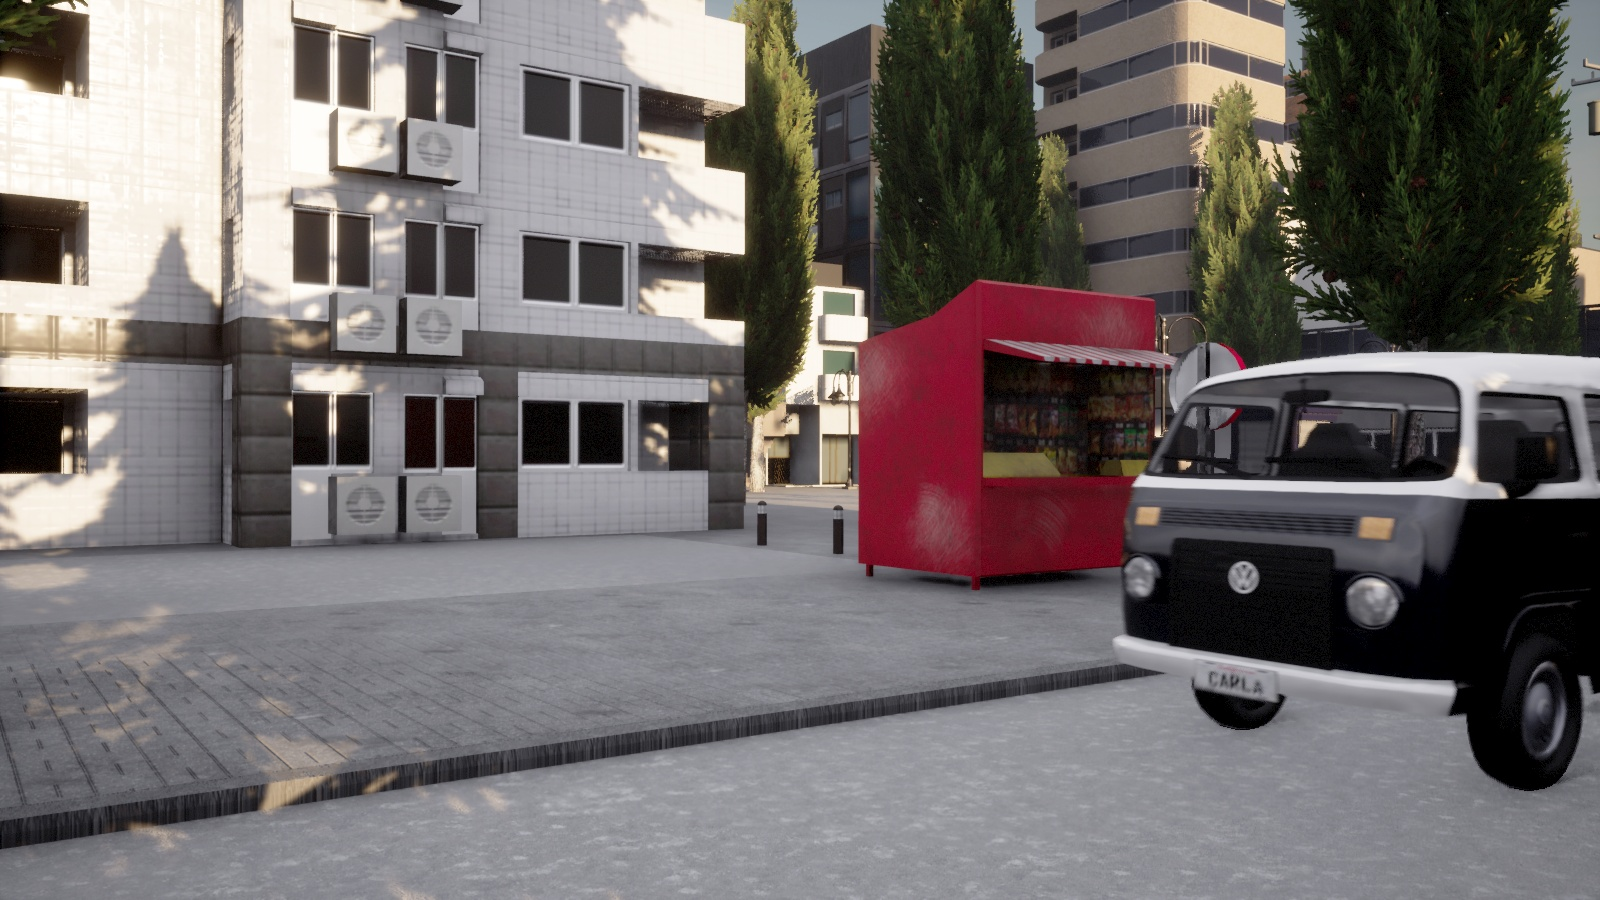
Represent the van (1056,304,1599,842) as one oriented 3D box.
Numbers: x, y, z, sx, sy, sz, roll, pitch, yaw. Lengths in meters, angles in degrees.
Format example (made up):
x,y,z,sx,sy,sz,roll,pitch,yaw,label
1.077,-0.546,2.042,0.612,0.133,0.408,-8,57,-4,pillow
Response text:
x,y,z,sx,sy,sz,roll,pitch,yaw,label
3.745,0.479,6.883,4.480,2.038,2.069,0,0,-35,van
